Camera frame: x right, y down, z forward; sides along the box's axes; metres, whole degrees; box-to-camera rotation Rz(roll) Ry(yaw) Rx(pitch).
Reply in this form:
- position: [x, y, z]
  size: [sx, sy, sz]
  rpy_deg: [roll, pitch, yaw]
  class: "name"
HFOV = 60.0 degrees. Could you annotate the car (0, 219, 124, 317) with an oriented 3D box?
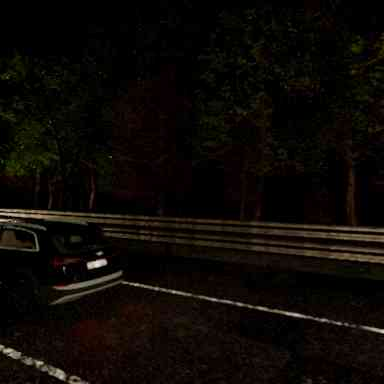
- position: [-3.705, 1.426, 7.452]
  size: [4.856, 1.649, 2.033]
  rpy_deg: [0, 0, 32]
  class: "car"
